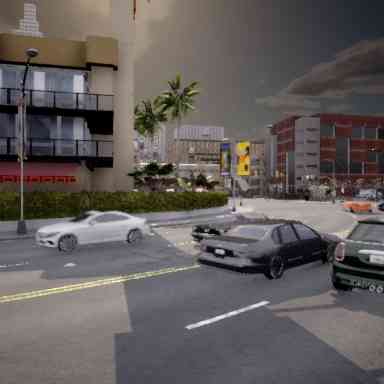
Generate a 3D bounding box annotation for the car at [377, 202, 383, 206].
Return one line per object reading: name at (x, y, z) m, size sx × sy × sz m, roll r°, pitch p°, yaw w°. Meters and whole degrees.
car at (21.508, 1.551, 35.806) m, size 1.994 × 1.385 × 4.181 m, roll 0°, pitch 0°, yaw 12°

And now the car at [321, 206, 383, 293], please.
car at (5.237, 1.349, 7.948) m, size 4.553 × 1.767 × 2.097 m, roll 0°, pitch 0°, yaw -42°

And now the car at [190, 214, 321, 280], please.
car at (2.553, 1.542, 10.015) m, size 5.357 × 1.411 × 2.033 m, roll 0°, pitch 0°, yaw -42°

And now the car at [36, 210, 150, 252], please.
car at (-3.979, 1.514, 13.959) m, size 4.674 × 1.442 × 1.812 m, roll 0°, pitch 0°, yaw -41°

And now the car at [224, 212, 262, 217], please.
car at (2.130, 1.592, 14.743) m, size 1.895 × 1.301 × 4.718 m, roll 0°, pitch 0°, yaw 45°

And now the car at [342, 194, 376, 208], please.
car at (18.153, 1.336, 36.844) m, size 2.097 × 1.767 × 4.553 m, roll 0°, pitch 0°, yaw 12°
